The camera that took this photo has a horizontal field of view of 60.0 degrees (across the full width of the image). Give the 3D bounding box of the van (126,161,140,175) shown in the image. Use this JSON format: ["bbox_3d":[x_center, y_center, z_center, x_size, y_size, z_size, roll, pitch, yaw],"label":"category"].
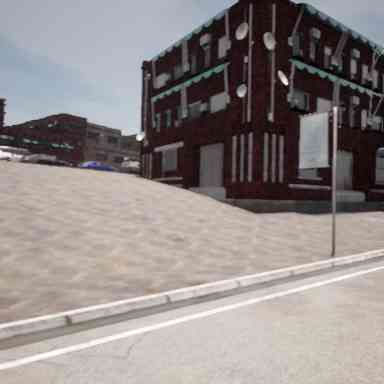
[{"bbox_3d":[-6.167,-2.433,39.271,1.878,1.987,4.442,1,-2,39],"label":"van"}]

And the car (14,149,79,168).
[{"bbox_3d":[-13.314,-2.666,30.629,2.002,1.452,4.674,0,-2,41],"label":"car"}]

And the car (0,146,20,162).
[{"bbox_3d":[-16.373,-3.038,31.532,2.150,2.045,5.566,1,-2,41],"label":"car"}]

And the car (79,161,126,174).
[{"bbox_3d":[-9.754,-2.431,34.870,2.002,1.452,4.674,0,-2,40],"label":"car"}]
